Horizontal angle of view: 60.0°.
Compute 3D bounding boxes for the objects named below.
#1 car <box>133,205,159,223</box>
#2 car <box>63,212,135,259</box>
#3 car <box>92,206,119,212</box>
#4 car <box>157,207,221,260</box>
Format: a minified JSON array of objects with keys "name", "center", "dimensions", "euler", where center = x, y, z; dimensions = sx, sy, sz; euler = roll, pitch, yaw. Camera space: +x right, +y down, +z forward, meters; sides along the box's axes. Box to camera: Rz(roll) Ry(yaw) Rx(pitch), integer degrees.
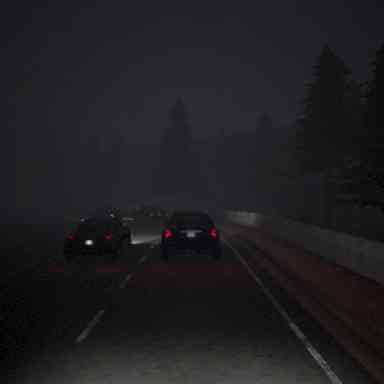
[{"name":"car","center":[-3.782,1.885,29.163],"dimensions":[2.033,1.411,5.357],"euler":[0,-1,-27]},{"name":"car","center":[-3.644,1.720,13.396],"dimensions":[1.994,1.385,4.181],"euler":[0,-1,-3]},{"name":"car","center":[-7.432,1.894,28.482],"dimensions":[1.994,1.385,4.181],"euler":[0,-1,-29]},{"name":"car","center":[-0.151,1.507,13.385],"dimensions":[2.097,1.767,4.553],"euler":[0,-1,-3]}]
